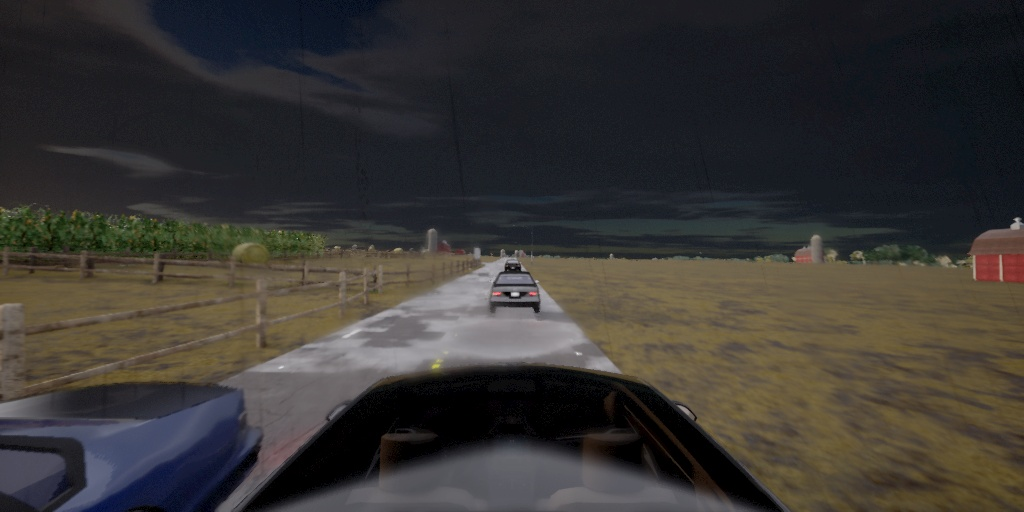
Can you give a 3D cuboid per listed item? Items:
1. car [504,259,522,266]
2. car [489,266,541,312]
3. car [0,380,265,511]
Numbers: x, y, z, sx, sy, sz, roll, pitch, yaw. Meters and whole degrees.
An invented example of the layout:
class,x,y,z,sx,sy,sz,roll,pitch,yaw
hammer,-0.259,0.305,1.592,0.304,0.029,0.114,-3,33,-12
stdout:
class,x,y,z,sx,sy,sz,roll,pitch,yaw
car,0.098,1.126,41.780,1.882,1.535,5.008,0,0,0
car,0.100,1.299,14.269,2.033,1.411,5.357,0,0,0
car,-2.851,1.296,0.399,2.033,1.411,5.357,0,0,0
